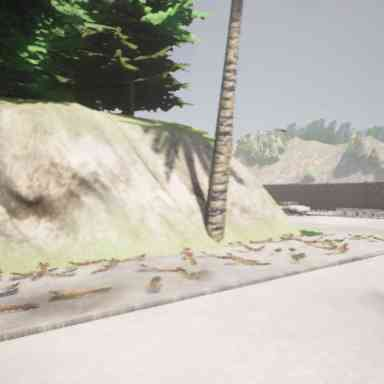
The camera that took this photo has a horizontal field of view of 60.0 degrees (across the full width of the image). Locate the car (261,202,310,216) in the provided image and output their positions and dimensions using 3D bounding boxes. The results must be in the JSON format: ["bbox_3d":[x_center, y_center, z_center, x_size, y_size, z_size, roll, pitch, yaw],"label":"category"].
[{"bbox_3d":[9.219,1.634,33.353,1.895,1.301,4.718,0,0,-36],"label":"car"}]
